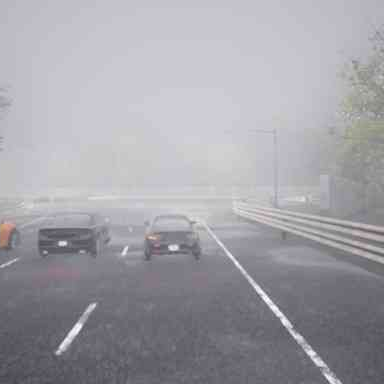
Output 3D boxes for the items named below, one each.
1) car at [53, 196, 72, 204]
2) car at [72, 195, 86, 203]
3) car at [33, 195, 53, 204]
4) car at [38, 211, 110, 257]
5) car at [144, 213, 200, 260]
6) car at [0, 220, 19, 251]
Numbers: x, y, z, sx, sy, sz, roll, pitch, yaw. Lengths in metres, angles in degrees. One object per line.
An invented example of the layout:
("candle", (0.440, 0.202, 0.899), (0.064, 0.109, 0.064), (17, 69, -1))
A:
("car", (-26.339, 1.523, 66.450), (1.882, 1.535, 5.008), (0, 0, -40))
("car", (-23.550, 1.381, 68.567), (2.097, 1.767, 4.553), (0, 0, -40))
("car", (-29.090, 1.419, 64.287), (2.097, 1.767, 4.553), (0, 0, -40))
("car", (-4.410, 1.489, 13.065), (1.882, 1.535, 5.008), (0, 0, -7))
("car", (-0.793, 1.520, 12.372), (1.812, 1.442, 4.674), (0, 0, -6))
("car", (-7.737, 1.381, 11.336), (2.097, 1.767, 4.553), (0, 0, -6))
